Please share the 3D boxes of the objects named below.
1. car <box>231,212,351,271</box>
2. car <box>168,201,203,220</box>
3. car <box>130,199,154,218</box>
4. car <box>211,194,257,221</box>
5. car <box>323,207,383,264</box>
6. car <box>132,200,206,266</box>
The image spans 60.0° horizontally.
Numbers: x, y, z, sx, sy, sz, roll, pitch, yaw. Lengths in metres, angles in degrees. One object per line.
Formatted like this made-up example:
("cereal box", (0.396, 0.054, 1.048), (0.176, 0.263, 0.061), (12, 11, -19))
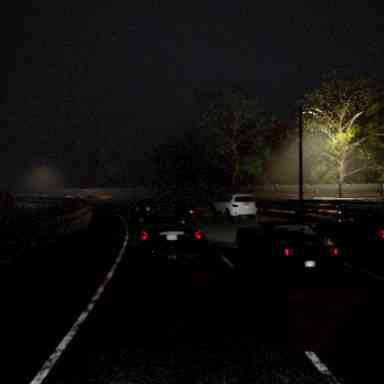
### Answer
("car", (2.820, 1.570, 10.809), (1.895, 1.301, 4.718), (0, 0, -6))
("car", (-0.605, 1.516, 28.337), (1.994, 1.385, 4.181), (0, 0, -15))
("car", (-3.782, 1.318, 26.691), (2.097, 1.767, 4.553), (0, 0, -15))
("car", (3.341, 1.161, 27.272), (2.150, 2.045, 5.566), (0, 0, -15))
("car", (6.205, 1.305, 11.896), (2.097, 1.767, 4.553), (0, 0, -6))
("car", (-0.813, 1.333, 11.743), (2.097, 1.767, 4.553), (0, 0, -6))
